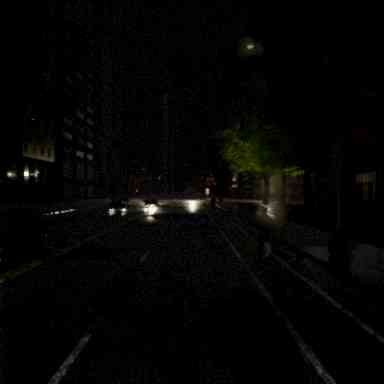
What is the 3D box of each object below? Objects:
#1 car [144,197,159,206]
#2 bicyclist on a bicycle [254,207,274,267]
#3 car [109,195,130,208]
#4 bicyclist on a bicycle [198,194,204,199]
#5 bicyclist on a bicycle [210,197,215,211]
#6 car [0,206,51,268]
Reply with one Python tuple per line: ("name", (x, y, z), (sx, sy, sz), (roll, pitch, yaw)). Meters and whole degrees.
("car", (-6.570, 1.504, 53.788), (1.895, 1.301, 4.718), (0, 0, 0))
("bicyclist on a bicycle", (2.234, 1.348, 10.465), (0.659, 1.776, 1.843), (0, 0, 0))
("car", (-9.845, 1.261, 45.344), (2.097, 1.767, 4.553), (0, 0, 0))
("bicyclist on a bicycle", (2.343, 1.290, 75.941), (0.659, 1.776, 1.843), (1, 0, -1))
("bicyclist on a bicycle", (2.352, 1.371, 37.870), (0.582, 1.620, 1.656), (0, 0, -1))
("car", (-6.601, 1.328, 11.142), (2.097, 1.767, 4.553), (0, 0, 0))
